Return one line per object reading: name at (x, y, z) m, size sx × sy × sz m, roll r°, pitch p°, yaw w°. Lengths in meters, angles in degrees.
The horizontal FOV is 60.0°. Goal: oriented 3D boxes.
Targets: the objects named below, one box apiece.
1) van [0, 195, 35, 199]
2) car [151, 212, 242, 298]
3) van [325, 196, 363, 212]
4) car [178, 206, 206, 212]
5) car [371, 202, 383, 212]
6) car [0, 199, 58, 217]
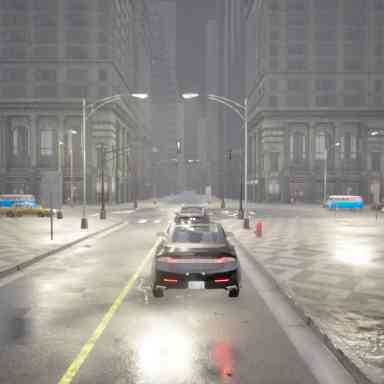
van at (-20.287, 1.228, 38.443) m, size 3.998 × 1.788 × 1.690 m, roll 0°, pitch 1°, yaw 0°
car at (0.085, 1.491, 8.520) m, size 2.128 × 1.511 × 4.902 m, roll 0°, pitch 0°, yaw 0°
van at (17.697, 1.352, 38.657) m, size 3.998 × 1.788 × 1.690 m, roll 0°, pitch 1°, yaw 0°
car at (0.050, 1.509, 17.996) m, size 1.837 × 1.490 × 4.892 m, roll 0°, pitch 0°, yaw 3°
car at (23.222, 1.576, 38.688) m, size 4.507 × 1.381 × 1.887 m, roll 0°, pitch 1°, yaw 0°
car at (-14.675, 1.569, 29.945) m, size 4.829 × 1.417 × 1.752 m, roll 0°, pitch 1°, yaw 0°
